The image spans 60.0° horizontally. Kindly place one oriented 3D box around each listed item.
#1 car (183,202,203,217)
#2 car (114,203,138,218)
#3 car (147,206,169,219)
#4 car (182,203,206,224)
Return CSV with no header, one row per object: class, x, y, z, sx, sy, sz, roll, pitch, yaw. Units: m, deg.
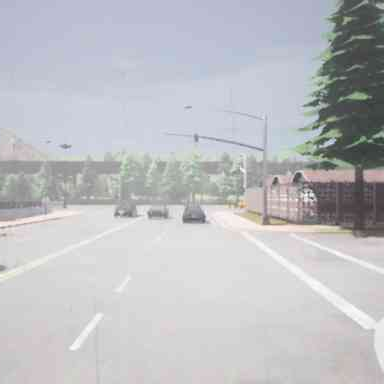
car,0.135,1.984,37.791,2.128,1.511,4.902,0,-1,1
car,-7.034,1.957,35.638,2.128,1.511,4.902,0,-1,1
car,-3.384,2.046,34.208,1.895,1.301,4.718,0,-1,0
car,0.160,1.941,28.888,1.994,1.385,4.181,0,-1,-1
